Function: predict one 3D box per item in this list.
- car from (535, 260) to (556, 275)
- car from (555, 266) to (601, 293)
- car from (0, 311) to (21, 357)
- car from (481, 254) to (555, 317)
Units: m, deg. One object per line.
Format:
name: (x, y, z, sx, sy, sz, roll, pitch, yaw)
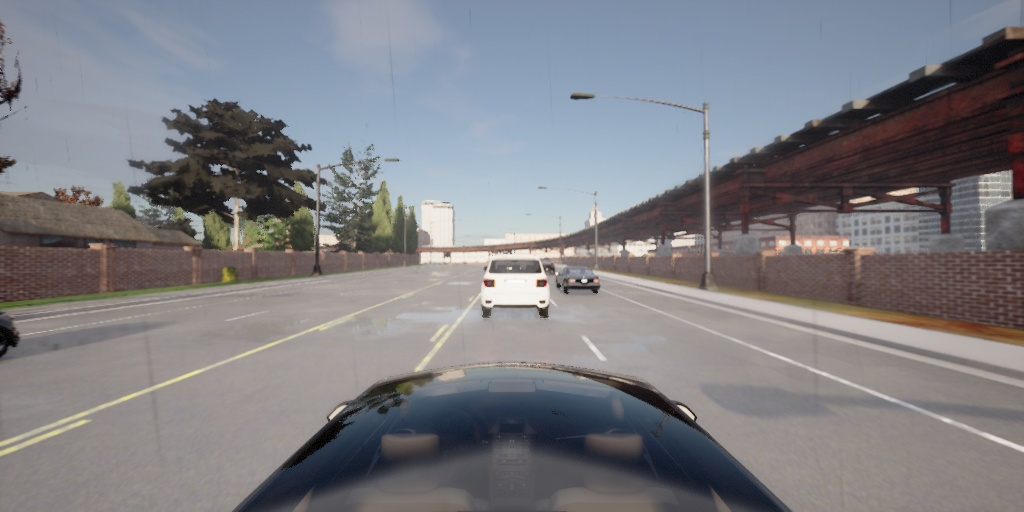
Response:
car: (3.618, 1.198, 39.646, 1.882, 1.535, 5.008, 0, 0, 0)
car: (3.607, 1.283, 20.399, 2.033, 1.411, 5.357, 0, 0, 0)
car: (-10.598, 1.308, 5.187, 1.994, 1.385, 4.181, 0, 0, 0)
car: (0.103, 0.962, 13.225, 2.150, 2.045, 5.566, 0, 0, 0)
